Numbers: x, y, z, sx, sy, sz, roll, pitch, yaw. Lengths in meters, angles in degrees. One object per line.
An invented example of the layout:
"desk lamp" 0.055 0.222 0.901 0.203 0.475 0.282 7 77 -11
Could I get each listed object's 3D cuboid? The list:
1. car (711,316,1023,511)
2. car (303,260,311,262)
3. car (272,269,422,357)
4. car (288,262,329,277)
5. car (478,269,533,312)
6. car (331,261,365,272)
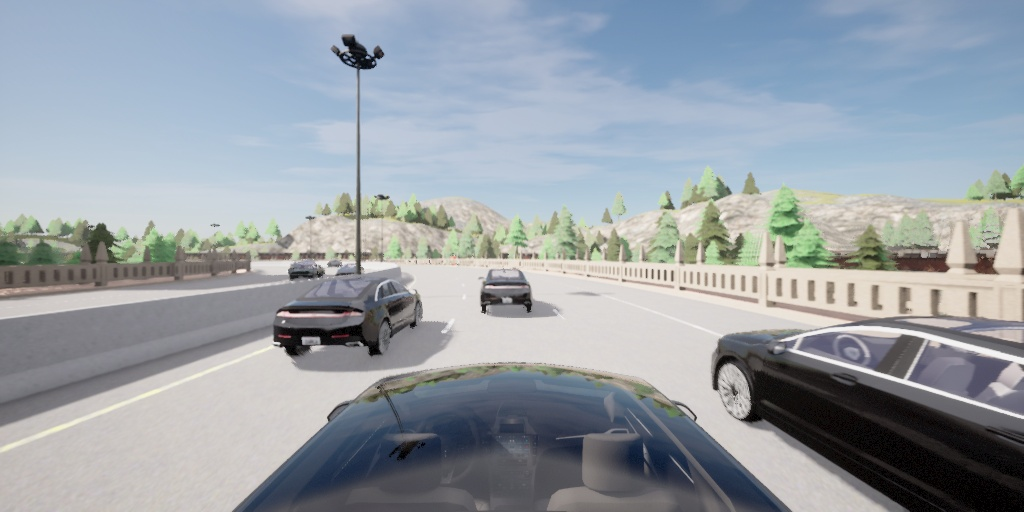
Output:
"car" 3.597 1.241 2.889 2.128 1.511 4.902 0 0 0
"car" -27.354 1.439 46.104 1.994 1.385 4.181 0 0 -28
"car" -3.496 1.241 8.557 2.128 1.511 4.902 0 0 -1
"car" -17.524 1.396 30.834 1.895 1.301 4.718 0 0 -16
"car" -0.303 1.243 14.155 2.128 1.511 4.902 0 0 -4
"car" -14.114 1.338 31.655 2.033 1.411 5.357 0 0 -16
